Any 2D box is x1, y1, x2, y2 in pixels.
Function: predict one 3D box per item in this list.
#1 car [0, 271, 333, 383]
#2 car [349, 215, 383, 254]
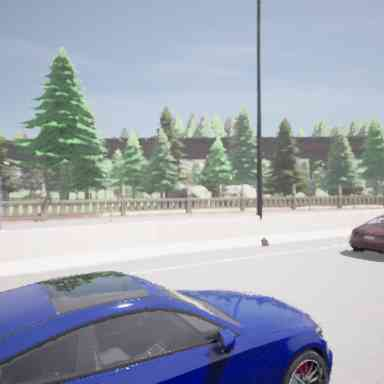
[{"bbox_3d":[-0.681,1.518,3.088,4.674,1.442,1.812,0,0,-34],"label":"car"},{"bbox_3d":[7.699,1.481,12.032,4.181,1.385,1.994,0,0,-27],"label":"car"}]
